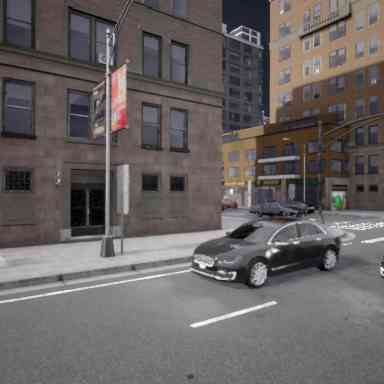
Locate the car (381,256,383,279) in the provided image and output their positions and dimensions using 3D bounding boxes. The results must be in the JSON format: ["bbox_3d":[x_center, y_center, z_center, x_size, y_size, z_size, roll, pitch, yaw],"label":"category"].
[{"bbox_3d":[6.688,1.507,8.463,4.892,1.490,1.837,0,0,-36],"label":"car"}]

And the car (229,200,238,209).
[{"bbox_3d":[4.188,1.598,43.297,1.802,1.307,4.206,0,0,-35],"label":"car"}]

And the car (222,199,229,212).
[{"bbox_3d":[1.650,1.595,37.377,1.895,1.301,4.718,0,0,-35],"label":"car"}]

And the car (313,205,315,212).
[{"bbox_3d":[10.549,1.584,34.295,1.947,1.339,4.313,0,0,-35],"label":"car"}]

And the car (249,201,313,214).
[{"bbox_3d":[7.431,1.544,29.168,2.033,1.411,5.357,0,0,-37],"label":"car"}]

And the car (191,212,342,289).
[{"bbox_3d":[2.222,1.506,9.268,4.892,1.490,1.837,0,0,-36],"label":"car"}]
